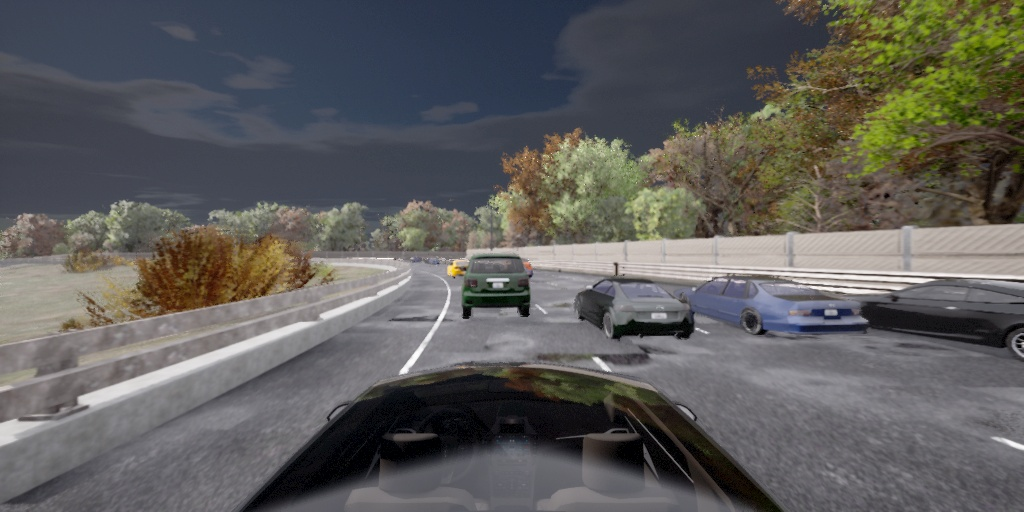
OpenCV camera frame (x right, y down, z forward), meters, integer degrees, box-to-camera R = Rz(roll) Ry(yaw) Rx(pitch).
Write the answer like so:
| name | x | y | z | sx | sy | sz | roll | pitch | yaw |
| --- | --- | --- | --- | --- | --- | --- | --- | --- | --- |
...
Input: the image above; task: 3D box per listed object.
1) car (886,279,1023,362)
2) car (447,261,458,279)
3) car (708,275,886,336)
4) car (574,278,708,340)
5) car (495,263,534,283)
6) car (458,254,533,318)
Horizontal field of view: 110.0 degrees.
| name | x | y | z | sx | sy | sz | roll | pitch | yaw |
| --- | --- | --- | --- | --- | --- | --- | --- | --- | --- |
| car | 9.659 | 1.226 | 7.856 | 1.812 | 1.442 | 4.674 | 0 | 0 | -21 |
| car | -4.608 | 1.143 | 31.864 | 1.882 | 1.535 | 5.008 | 0 | 0 | -17 |
| car | 6.627 | 1.246 | 10.150 | 2.033 | 1.411 | 5.357 | 0 | 0 | -4 |
| car | 3.078 | 1.276 | 9.844 | 1.994 | 1.385 | 4.181 | 0 | 0 | -4 |
| car | 0.092 | 1.263 | 28.209 | 1.895 | 1.301 | 4.718 | 0 | 0 | -14 |
| car | -0.700 | 0.935 | 13.058 | 2.150 | 2.045 | 5.566 | 0 | 0 | -6 |
